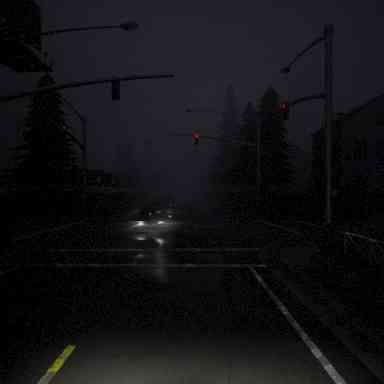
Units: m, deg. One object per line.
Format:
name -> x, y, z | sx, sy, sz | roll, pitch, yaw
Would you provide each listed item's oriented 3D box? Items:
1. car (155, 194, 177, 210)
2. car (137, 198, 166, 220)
car -> -3.605, 1.222, 44.014 | 2.150, 2.045, 5.566 | 0, 0, 0
car -> -3.313, 1.478, 27.242 | 1.837, 1.490, 4.892 | -1, -1, -4
